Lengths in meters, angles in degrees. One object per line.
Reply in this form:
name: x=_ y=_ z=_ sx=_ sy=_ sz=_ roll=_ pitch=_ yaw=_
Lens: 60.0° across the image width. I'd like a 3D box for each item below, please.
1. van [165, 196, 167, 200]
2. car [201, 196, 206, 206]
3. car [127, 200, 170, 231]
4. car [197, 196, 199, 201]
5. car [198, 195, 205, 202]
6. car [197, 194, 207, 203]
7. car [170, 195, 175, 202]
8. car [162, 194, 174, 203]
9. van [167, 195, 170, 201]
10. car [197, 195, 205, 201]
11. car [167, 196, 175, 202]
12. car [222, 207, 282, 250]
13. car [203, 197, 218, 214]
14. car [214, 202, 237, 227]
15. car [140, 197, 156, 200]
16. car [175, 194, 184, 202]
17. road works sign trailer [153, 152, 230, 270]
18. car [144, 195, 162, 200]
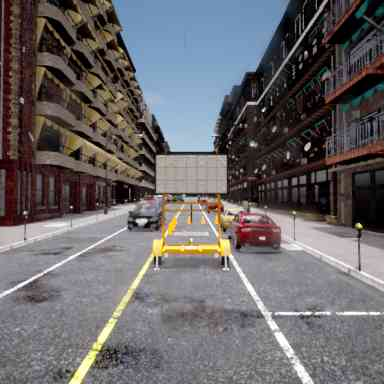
van: x=-5.380 y=1.452 z=53.114 sx=1.690 sy=1.788 sz=3.998 roll=2 pitch=0 yaw=0
car: x=2.514 y=1.628 z=42.006 sx=2.008 sy=1.369 sz=4.403 roll=1 pitch=0 yaw=0
car: x=-2.785 y=1.518 z=20.757 sx=2.128 sy=1.511 sz=4.902 roll=0 pitch=0 yaw=0
car: x=2.476 y=1.697 z=64.127 sx=1.887 sy=1.381 sz=4.507 roll=1 pitch=0 yaw=0
car: x=2.486 y=1.676 z=58.598 sx=1.887 sy=1.381 sz=4.507 roll=1 pitch=0 yaw=0
car: x=2.419 y=1.541 z=80.722 sx=2.192 sy=1.841 sz=5.009 roll=1 pitch=0 yaw=0
car: x=-5.408 y=1.492 z=69.707 sx=2.192 sy=1.841 sz=5.009 roll=1 pitch=0 yaw=0
car: x=-5.418 y=1.516 z=75.237 sx=2.192 sy=1.841 sz=5.009 roll=1 pitch=0 yaw=0
van: x=-5.390 y=1.472 z=58.646 sx=1.690 sy=1.788 sz=3.998 roll=1 pitch=0 yaw=0
car: x=2.396 y=1.723 z=91.784 sx=1.967 sy=1.590 sz=4.097 roll=1 pitch=0 yaw=0
car: x=-5.443 y=1.819 z=86.298 sx=1.947 sy=1.339 sz=4.313 roll=1 pitch=0 yaw=0
car: x=2.562 y=1.561 z=14.352 sx=1.887 sy=1.381 sz=4.507 roll=1 pitch=0 yaw=0
car: x=2.524 y=1.608 z=36.474 sx=1.887 sy=1.381 sz=4.507 roll=1 pitch=0 yaw=0
car: x=2.553 y=1.551 z=20.054 sx=1.752 sy=1.417 sz=4.829 roll=1 pitch=0 yaw=0
car: x=-5.356 y=1.588 z=36.354 sx=1.752 sy=1.417 sz=4.829 roll=2 pitch=0 yaw=0
car: x=-2.869 y=1.404 z=71.274 sx=2.150 sy=2.045 sz=5.566 roll=0 pitch=0 yaw=0
road works sign trailer: x=-0.018 y=0.475 z=11.014 sx=2.380 sy=3.560 sz=2.880 roll=0 pitch=0 yaw=0
car: x=-5.360 y=1.392 z=42.056 sx=2.192 sy=1.841 sz=5.009 roll=2 pitch=0 yaw=0
